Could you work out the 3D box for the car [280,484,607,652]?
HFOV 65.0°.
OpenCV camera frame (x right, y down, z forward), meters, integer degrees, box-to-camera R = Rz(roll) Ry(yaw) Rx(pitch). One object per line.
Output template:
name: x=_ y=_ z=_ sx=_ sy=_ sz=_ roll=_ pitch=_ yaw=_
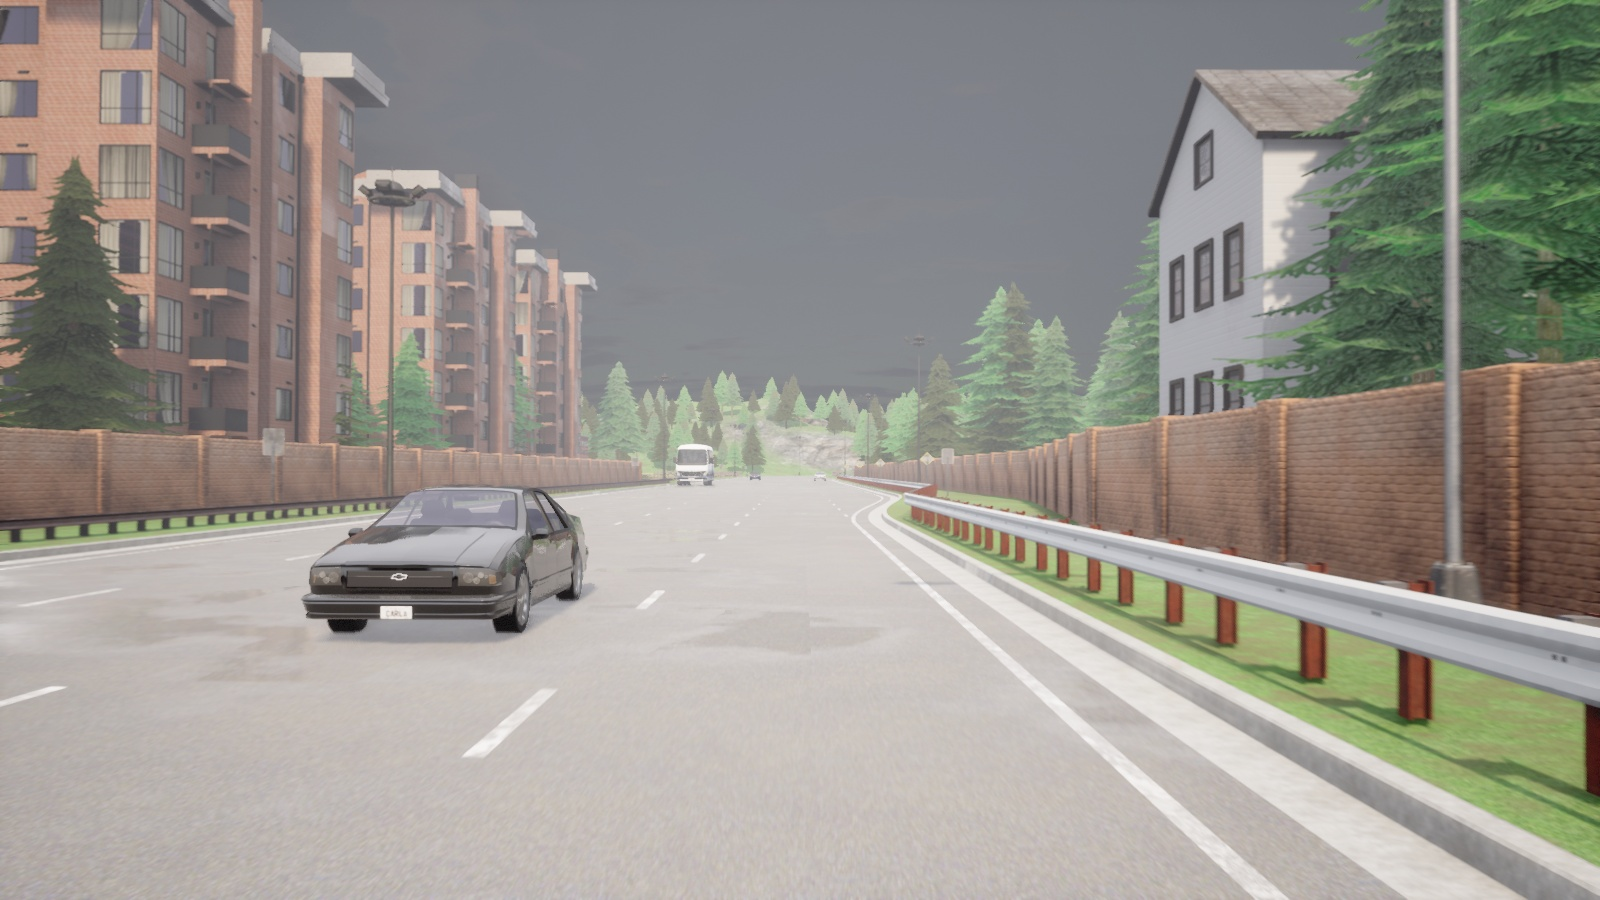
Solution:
car: x=-3.531 y=1.105 z=13.668 sx=2.033 sy=1.411 sz=5.357 roll=0 pitch=-1 yaw=0
